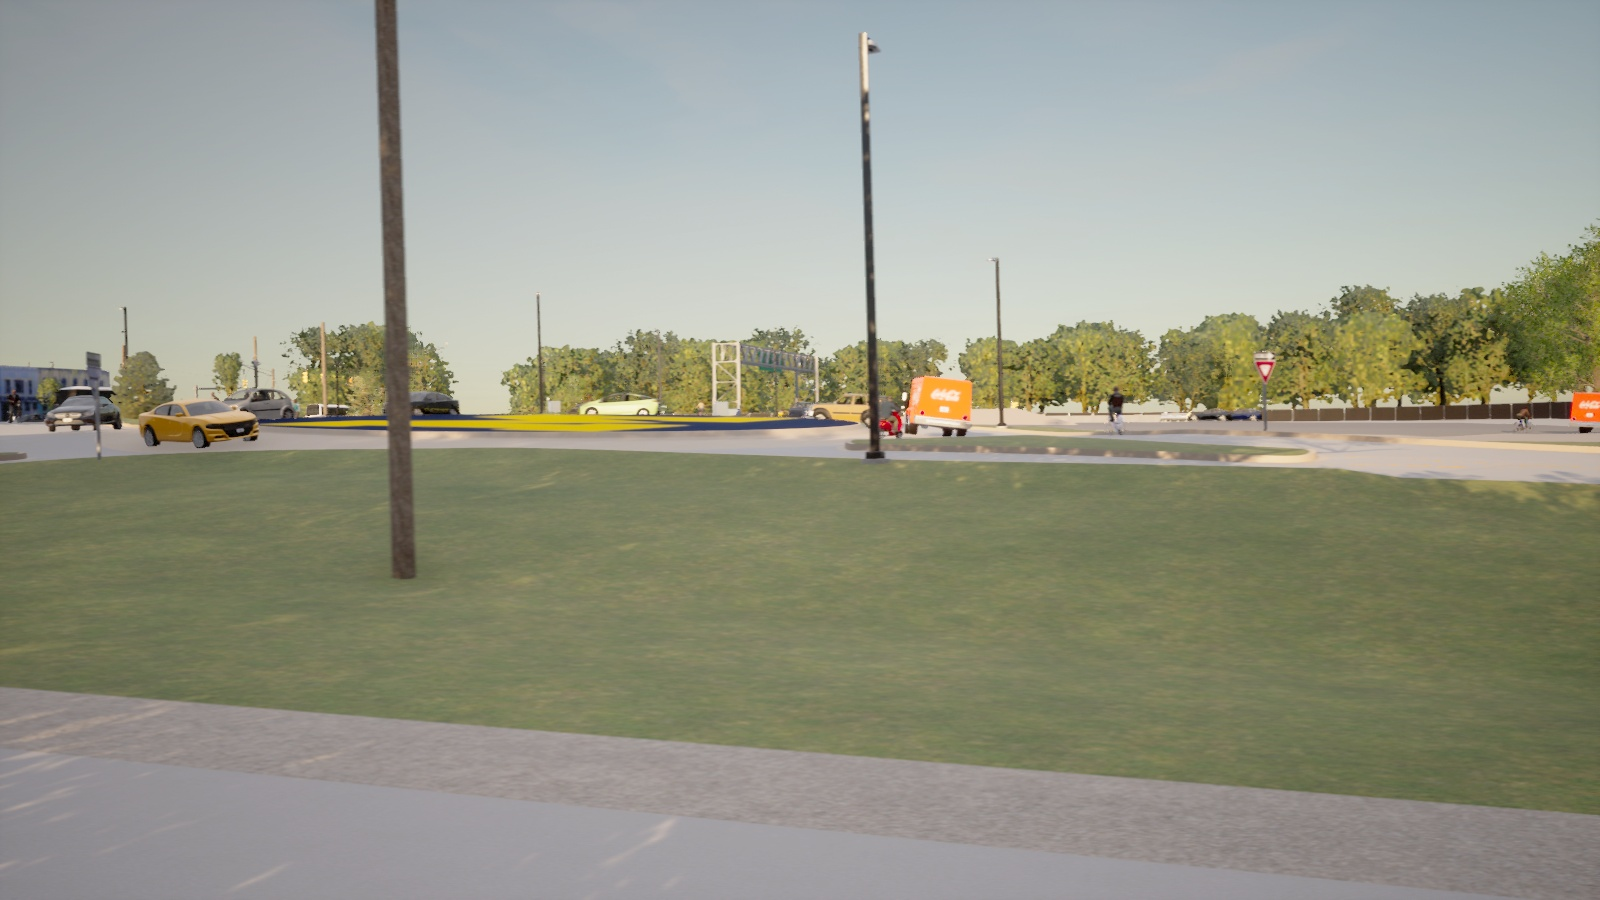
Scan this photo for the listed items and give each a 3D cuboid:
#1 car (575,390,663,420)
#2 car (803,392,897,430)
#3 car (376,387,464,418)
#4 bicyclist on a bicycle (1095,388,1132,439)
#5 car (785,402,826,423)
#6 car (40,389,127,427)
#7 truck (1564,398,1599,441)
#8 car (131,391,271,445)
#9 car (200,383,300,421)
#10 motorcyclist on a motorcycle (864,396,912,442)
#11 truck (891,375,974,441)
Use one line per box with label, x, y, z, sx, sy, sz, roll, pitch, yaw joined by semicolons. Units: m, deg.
car;-9.965;-2.480;69.414;4.514;1.525;2.007;1;1;1
car;2.677;-2.125;67.271;4.605;1.855;1.932;3;3;23
car;-20.141;-2.513;66.746;1.882;1.535;5.008;1;2;19
bicyclist on a bicycle;11.222;-1.288;44.988;0.659;1.776;1.843;-1;1;-7
car;0.402;-2.796;93.691;1.789;1.549;3.705;0;1;-22
car;-29.286;-1.723;51.479;1.812;1.442;4.674;-2;2;-14
truck;48.739;-1.789;75.046;5.204;2.467;2.627;1;3;-24
car;-19.930;-1.107;41.705;5.008;1.535;1.882;2;9;36
car;-24.883;-2.191;56.943;1.851;1.617;3.988;-1;2;21
motorcyclist on a motorcycle;3.143;-1.102;44.572;0.866;1.590;1.817;2;2;34
truck;5.772;-1.810;55.324;2.627;2.467;5.204;7;0;-3
